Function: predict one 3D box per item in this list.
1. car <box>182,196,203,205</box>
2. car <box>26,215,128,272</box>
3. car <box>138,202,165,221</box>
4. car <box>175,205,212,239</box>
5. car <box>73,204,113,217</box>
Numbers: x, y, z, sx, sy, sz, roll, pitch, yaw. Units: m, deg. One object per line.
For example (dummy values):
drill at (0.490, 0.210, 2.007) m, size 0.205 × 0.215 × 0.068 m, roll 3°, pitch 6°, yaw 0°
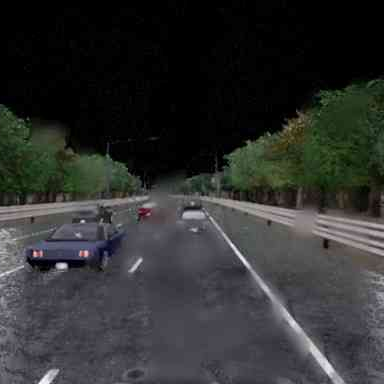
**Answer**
car at (0.054, 1.427, 38.673) m, size 2.150 × 2.045 × 5.566 m, roll 0°, pitch 0°, yaw 0°
car at (-3.403, 1.660, 10.928) m, size 1.895 × 1.301 × 4.718 m, roll 0°, pitch 0°, yaw 0°
car at (-3.413, 1.632, 28.827) m, size 1.882 × 1.535 × 5.008 m, roll 0°, pitch 0°, yaw 0°
car at (0.093, 1.619, 17.839) m, size 1.812 × 1.442 × 4.674 m, roll 0°, pitch 0°, yaw 0°
car at (-6.910, 1.633, 23.562) m, size 1.837 × 1.490 × 4.892 m, roll 0°, pitch 0°, yaw 0°
